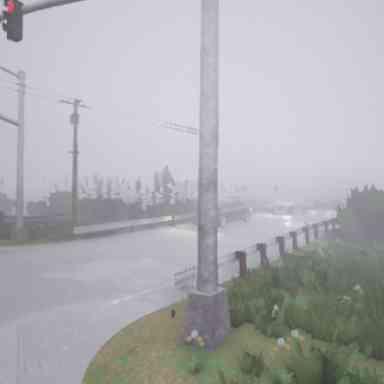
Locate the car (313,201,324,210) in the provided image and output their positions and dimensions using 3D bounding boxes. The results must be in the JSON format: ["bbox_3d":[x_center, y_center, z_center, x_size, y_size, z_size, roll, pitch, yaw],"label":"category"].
[{"bbox_3d":[15.009,1.228,36.814,1.882,1.535,5.008,0,-2,40],"label":"car"}]

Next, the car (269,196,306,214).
[{"bbox_3d":[8.333,1.096,28.721,1.812,1.442,4.674,0,0,39],"label":"car"}]

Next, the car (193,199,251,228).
[{"bbox_3d":[1.974,1.259,20.646,1.837,1.490,4.892,0,2,37],"label":"car"}]
